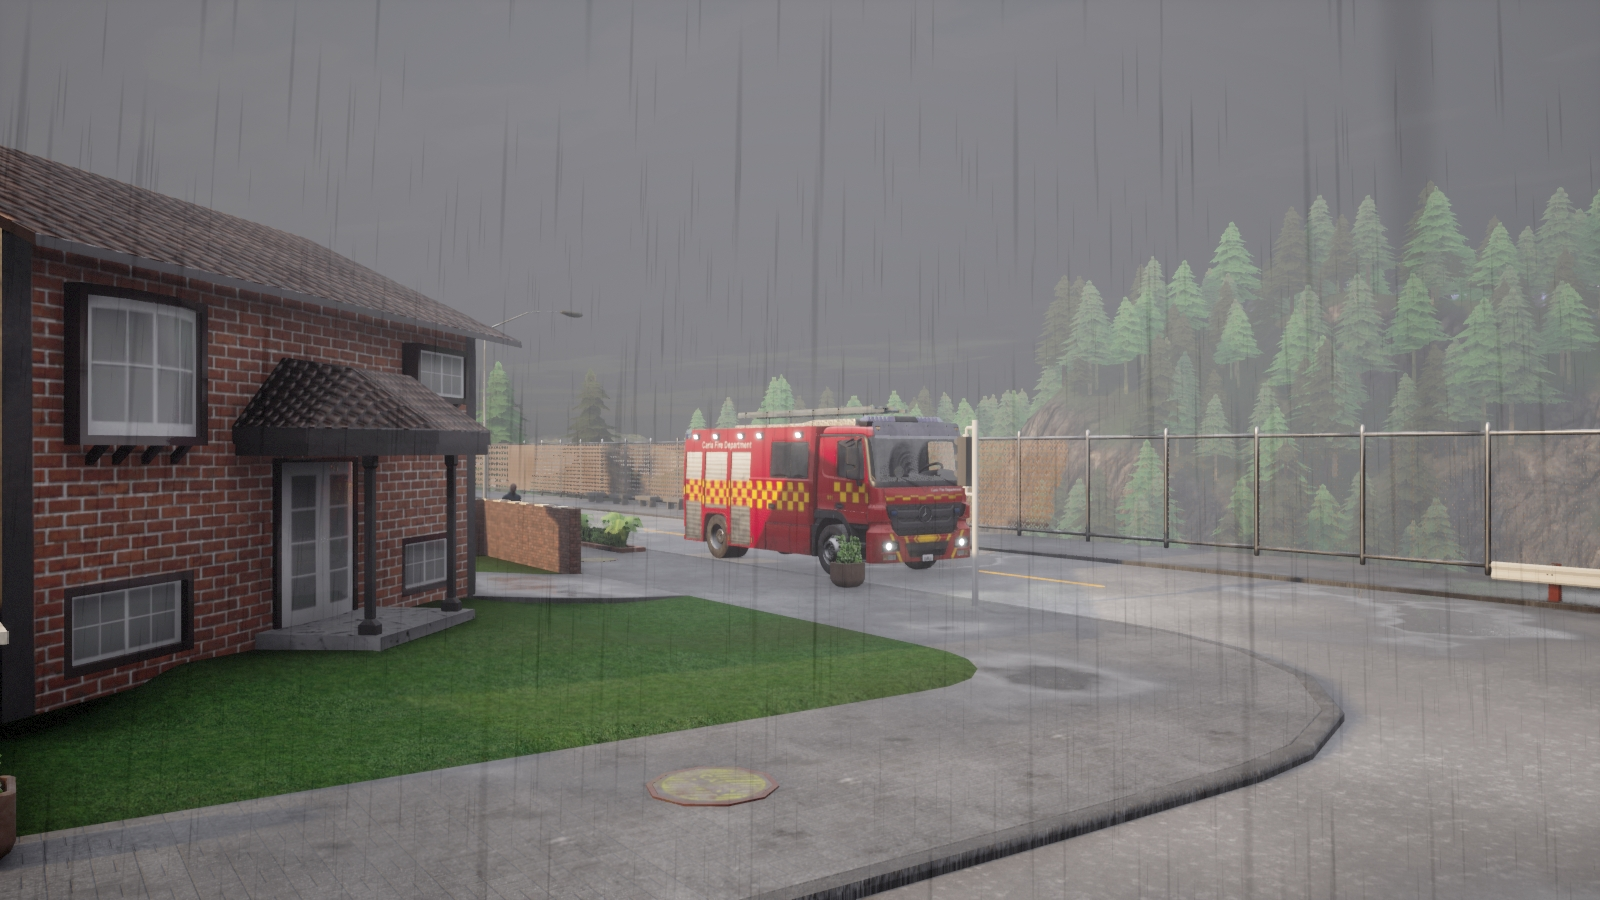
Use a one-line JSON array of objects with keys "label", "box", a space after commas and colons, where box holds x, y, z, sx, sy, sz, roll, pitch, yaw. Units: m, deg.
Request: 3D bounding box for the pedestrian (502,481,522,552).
[{"label": "pedestrian", "box": [-7.604, 1.745, 30.170, 0.375, 1.860, 0.375, 0, 0, -38]}]

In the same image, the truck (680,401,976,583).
[{"label": "truck", "box": [0.353, 0.890, 28.322, 2.891, 3.827, 8.468, 0, 0, -35]}]
